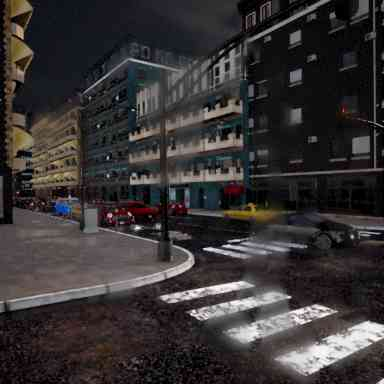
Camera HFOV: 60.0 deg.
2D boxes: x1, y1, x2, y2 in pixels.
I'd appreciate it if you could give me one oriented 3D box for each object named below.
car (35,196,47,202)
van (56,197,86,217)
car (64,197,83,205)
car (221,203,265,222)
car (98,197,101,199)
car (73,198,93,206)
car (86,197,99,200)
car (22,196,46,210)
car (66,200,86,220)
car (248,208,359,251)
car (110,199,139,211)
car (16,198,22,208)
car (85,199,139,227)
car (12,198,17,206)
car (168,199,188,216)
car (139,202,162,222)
[{"bbox_3d":[-37.563,1.729,82.867,1.887,1.381,4.507,-1,1,-35],"label":"car"},{"bbox_3d":[-12.270,1.483,32.934,1.690,1.788,3.998,-1,1,-35],"label":"van"},{"bbox_3d":[-21.503,1.646,60.333,2.008,1.369,4.403,-1,1,-35],"label":"car"},{"bbox_3d":[4.093,1.498,24.417,1.752,1.417,4.829,-1,1,-35],"label":"car"},{"bbox_3d":[-15.081,1.502,51.318,1.967,1.590,4.097,-1,1,-35],"label":"car"},{"bbox_3d":[-18.291,1.644,55.826,1.947,1.339,4.313,-1,1,-35],"label":"car"},{"bbox_3d":[-12.812,1.605,38.184,2.128,1.511,4.902,-1,1,-35],"label":"car"},{"bbox_3d":[-21.905,1.628,46.456,1.967,1.590,4.097,-1,1,-35],"label":"car"},{"bbox_3d":[-8.957,1.652,28.290,1.752,1.417,4.829,-1,1,-35],"label":"car"},{"bbox_3d":[4.890,1.593,14.516,4.181,1.385,1.994,0,1,45],"label":"car"},{"bbox_3d":[-8.655,1.582,42.305,2.008,1.369,4.403,-1,1,-35],"label":"car"},{"bbox_3d":[-25.115,1.770,50.963,1.947,1.339,4.313,-1,1,-35],"label":"car"},{"bbox_3d":[-5.845,1.553,23.922,1.967,1.590,4.097,-1,1,-35],"label":"car"},{"bbox_3d":[-31.539,1.783,59.977,1.887,1.381,4.507,-1,1,-35],"label":"car"},{"bbox_3d":[-2.233,1.441,33.291,1.967,1.590,4.097,-1,1,-35],"label":"car"},{"bbox_3d":[-4.511,1.555,26.511,1.882,1.535,5.008,-1,0,-35],"label":"car"}]
